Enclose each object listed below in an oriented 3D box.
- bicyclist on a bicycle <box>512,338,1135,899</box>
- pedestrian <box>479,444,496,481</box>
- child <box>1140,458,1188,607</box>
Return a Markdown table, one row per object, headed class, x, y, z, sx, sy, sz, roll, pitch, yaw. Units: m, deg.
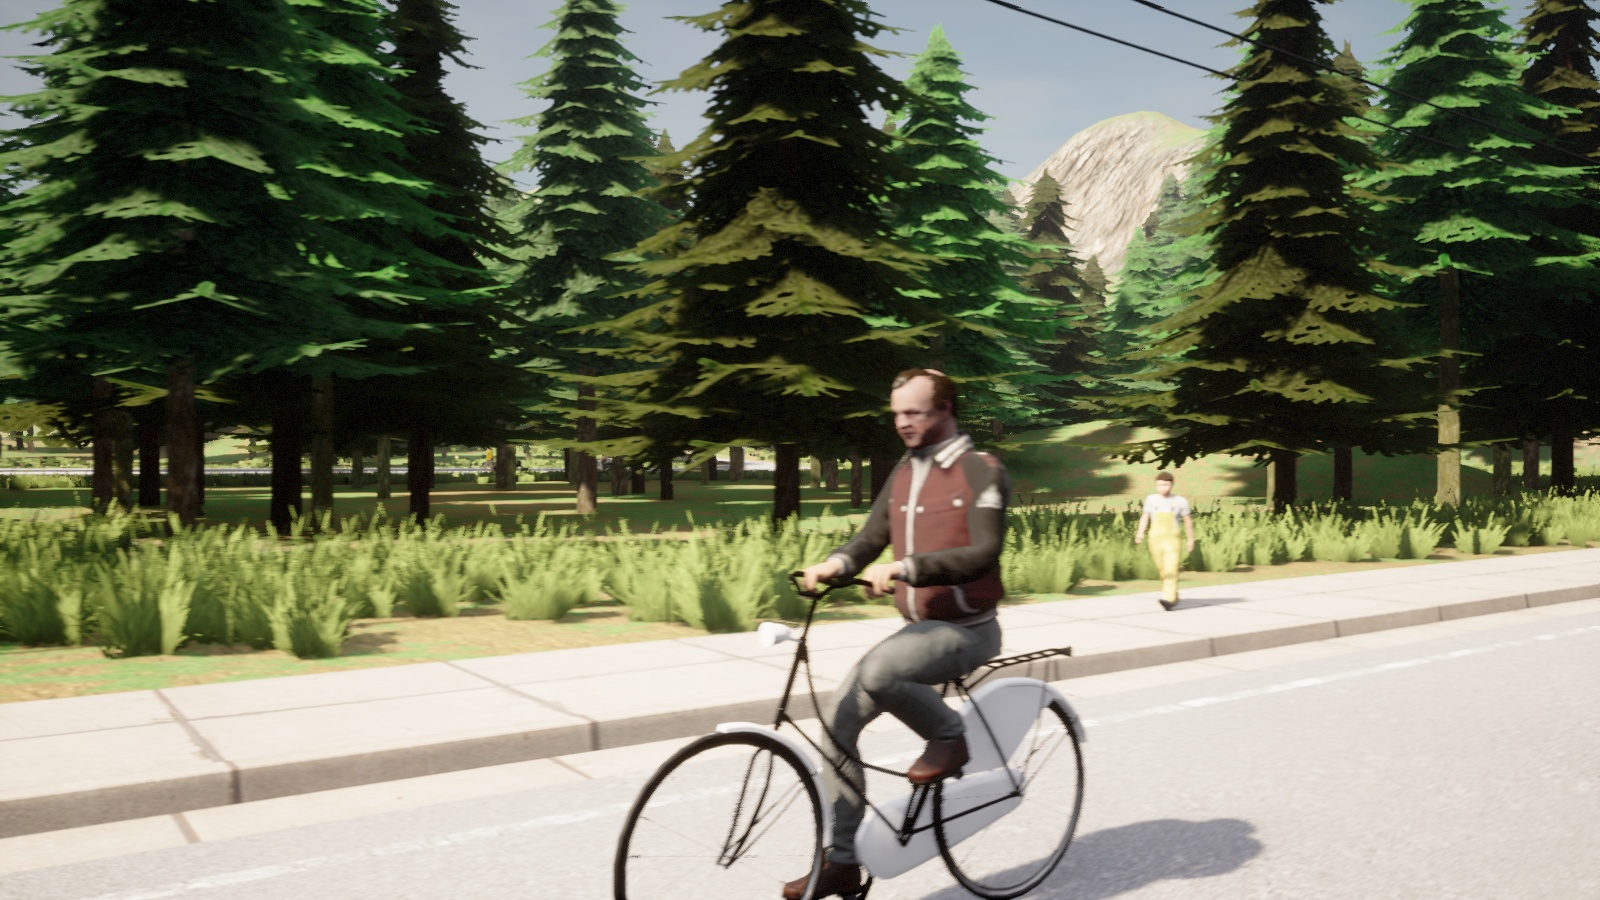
| class | x | y | z | sx | sy | sz | roll | pitch | yaw |
| --- | --- | --- | --- | --- | --- | --- | --- | --- | --- |
| bicyclist on a bicycle | 0.137 | 0.625 | 3.777 | 1.843 | 1.776 | 0.659 | 0 | 0 | -36 |
| pedestrian | -15.417 | 0.608 | 61.914 | 0.431 | 1.840 | 0.709 | 0 | 0 | 44 |
| child | 3.164 | 0.700 | 10.899 | 0.270 | 1.263 | 0.437 | 0 | 0 | 35 |
